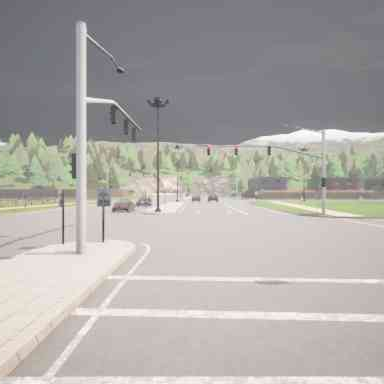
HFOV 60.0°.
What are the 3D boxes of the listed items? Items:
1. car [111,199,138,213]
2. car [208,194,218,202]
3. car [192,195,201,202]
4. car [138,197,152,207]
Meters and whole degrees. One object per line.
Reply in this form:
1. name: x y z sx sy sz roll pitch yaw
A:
1. car: -7.666 1.526 37.335 1.812 1.442 4.674 0 0 1
2. car: 4.376 1.188 69.730 2.097 1.767 4.553 0 0 1
3. car: 0.877 1.358 69.806 2.128 1.511 4.902 0 0 1
4. car: -7.449 1.492 52.610 2.128 1.511 4.902 0 0 1
